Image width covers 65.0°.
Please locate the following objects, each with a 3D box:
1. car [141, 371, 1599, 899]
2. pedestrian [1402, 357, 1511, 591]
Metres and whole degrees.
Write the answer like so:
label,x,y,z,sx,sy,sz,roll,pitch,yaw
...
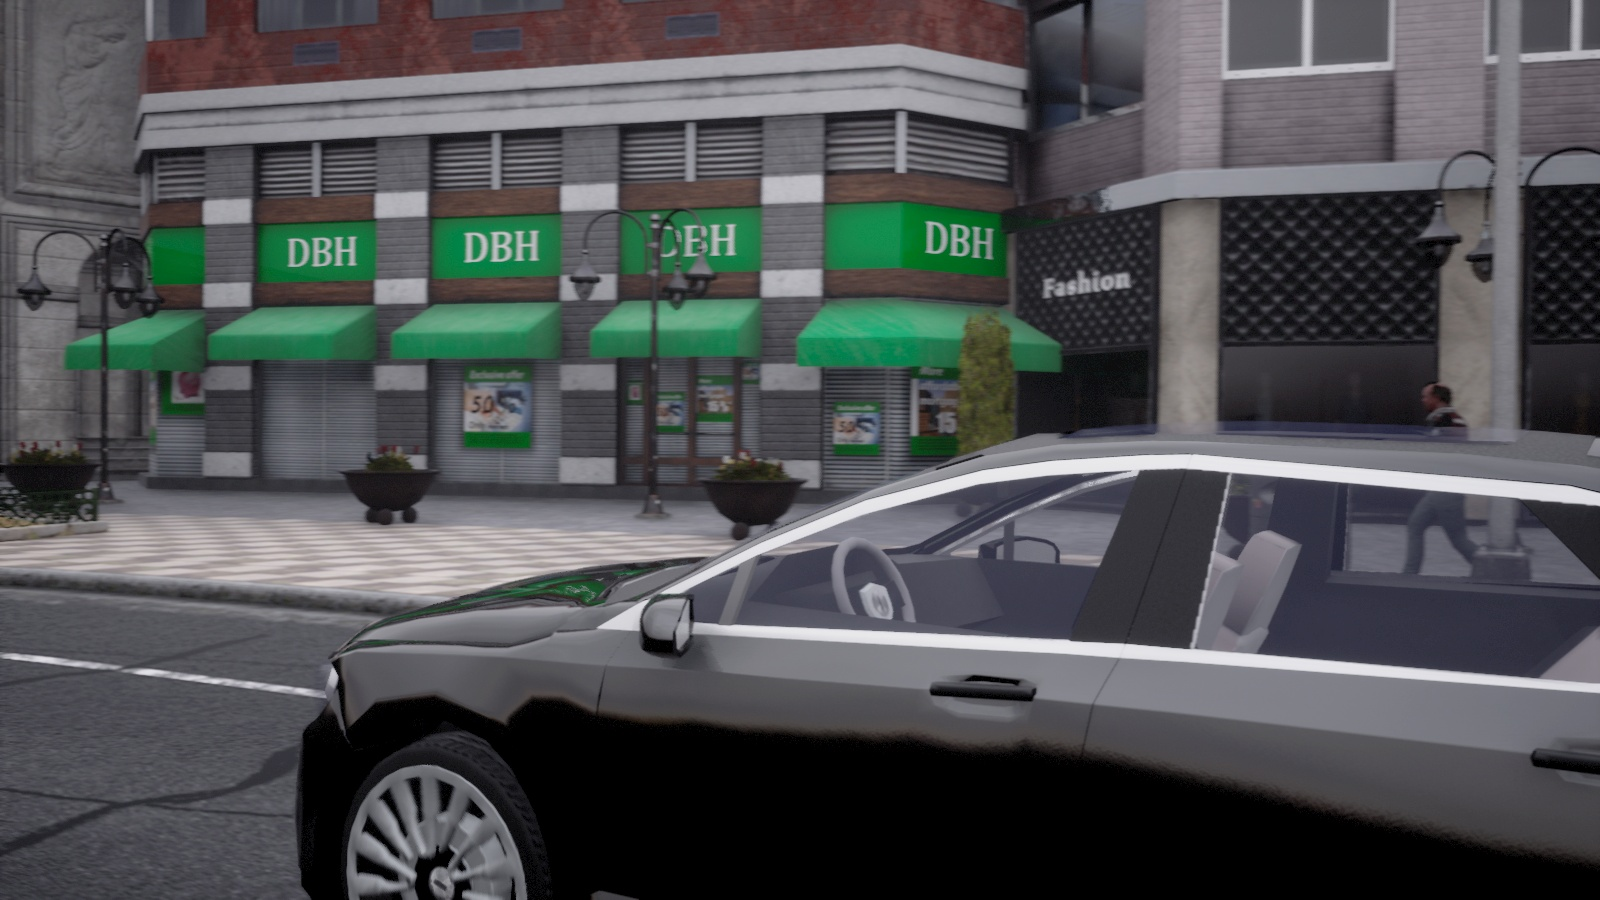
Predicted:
label,x,y,z,sx,sy,sz,roll,pitch,yaw
car,0.849,0.635,3.021,4.902,1.511,2.128,0,1,32
pedestrian,5.389,0.186,10.313,0.720,1.854,0.376,0,1,41
